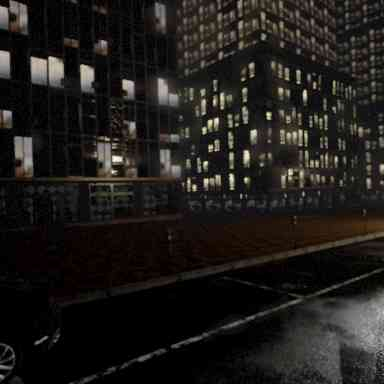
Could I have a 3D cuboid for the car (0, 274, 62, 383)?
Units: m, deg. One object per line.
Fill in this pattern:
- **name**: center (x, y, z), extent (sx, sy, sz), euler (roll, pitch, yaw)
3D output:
- **car**: center (-3.780, 1.665, 3.666), extent (4.403, 1.369, 2.008), euler (-1, -2, -39)
